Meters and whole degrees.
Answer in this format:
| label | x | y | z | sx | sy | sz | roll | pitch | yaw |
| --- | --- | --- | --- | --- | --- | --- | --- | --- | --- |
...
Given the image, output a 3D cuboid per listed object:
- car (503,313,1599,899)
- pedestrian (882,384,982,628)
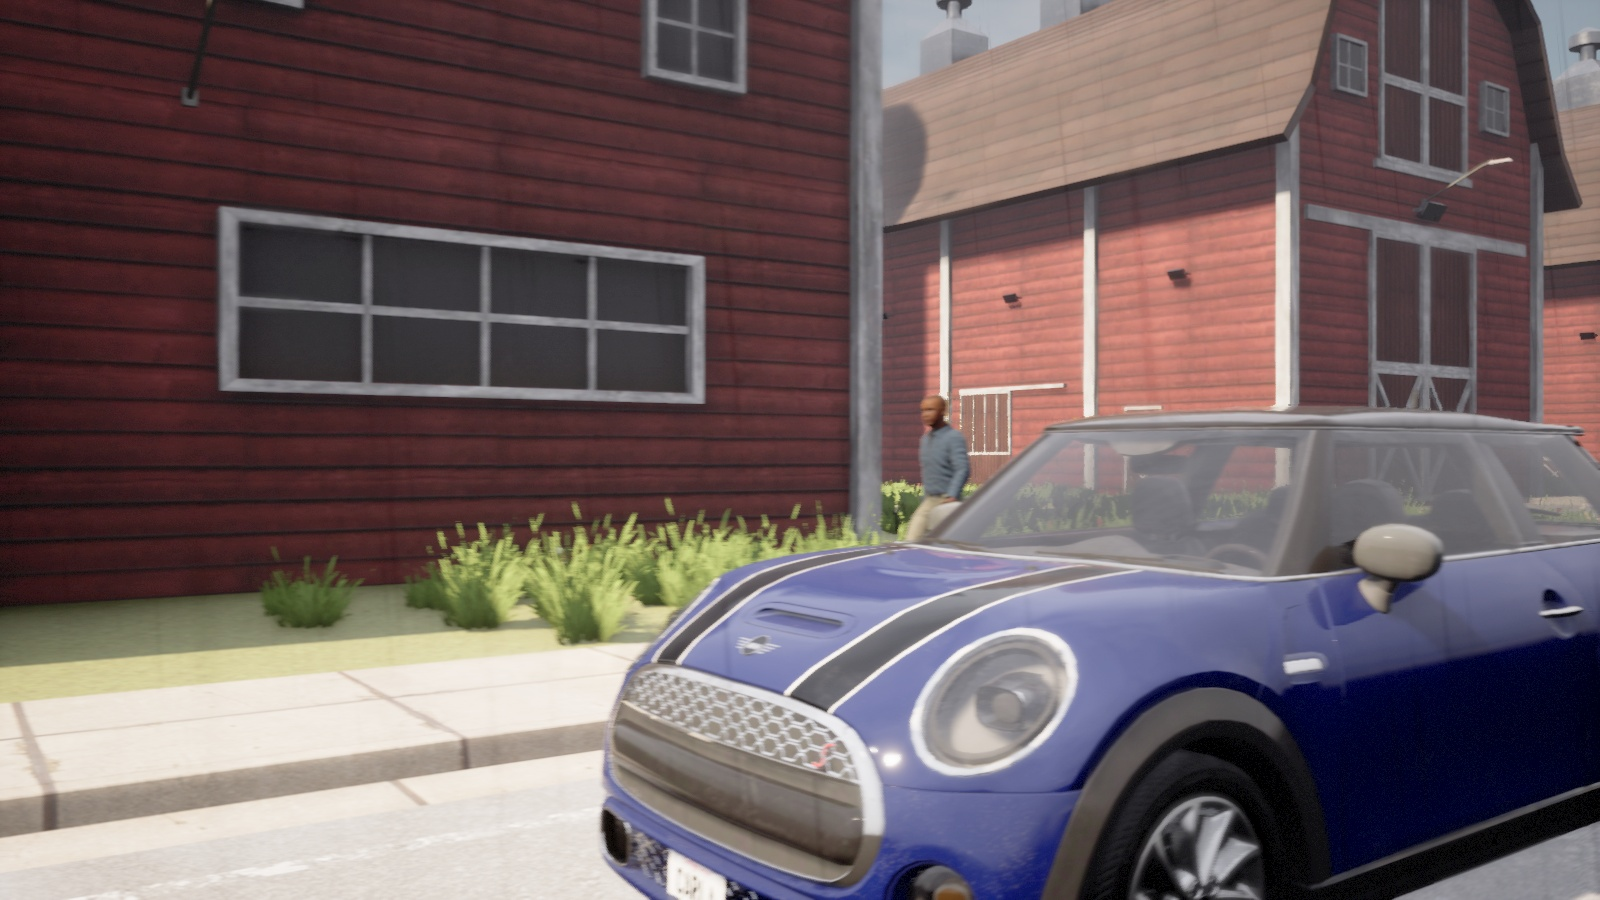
| label | x | y | z | sx | sy | sz | roll | pitch | yaw |
| --- | --- | --- | --- | --- | --- | --- | --- | --- | --- |
| car | 1.466 | 0.612 | 4.680 | 4.553 | 1.767 | 2.097 | 0 | 0 | -35 |
| pedestrian | 1.035 | 0.423 | 9.826 | 0.726 | 1.835 | 0.370 | 0 | 0 | -38 |
